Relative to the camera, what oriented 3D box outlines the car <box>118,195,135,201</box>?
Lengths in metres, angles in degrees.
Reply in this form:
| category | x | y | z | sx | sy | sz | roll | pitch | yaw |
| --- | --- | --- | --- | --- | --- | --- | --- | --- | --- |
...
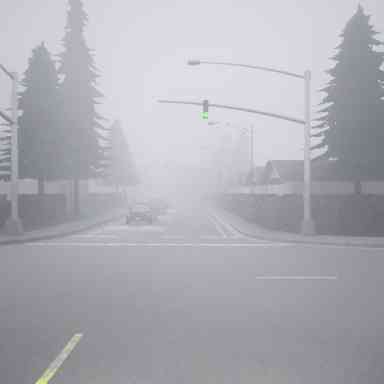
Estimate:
| category | x | y | z | sx | sy | sz | roll | pitch | yaw |
| --- | --- | --- | --- | --- | --- | --- | --- | --- | --- |
| car | -16.519 | 1.426 | 83.771 | 3.806 | 1.475 | 1.970 | 0 | 0 | -1 |

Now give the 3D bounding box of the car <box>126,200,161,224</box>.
| category | x | y | z | sx | sy | sz | roll | pitch | yaw |
| --- | --- | --- | --- | --- | --- | --- | --- | --- | --- |
| car | -3.691 | 1.545 | 24.993 | 1.812 | 1.442 | 4.674 | 0 | 0 | 1 |

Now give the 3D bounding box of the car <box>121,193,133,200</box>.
| category | x | y | z | sx | sy | sz | roll | pitch | yaw |
| --- | --- | --- | --- | --- | --- | --- | --- | --- | --- |
| car | -17.097 | 1.140 | 80.441 | 3.866 | 1.878 | 1.905 | 0 | 0 | -1 |

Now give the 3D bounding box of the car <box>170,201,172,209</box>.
| category | x | y | z | sx | sy | sz | roll | pitch | yaw |
| --- | --- | --- | --- | --- | --- | --- | --- | --- | --- |
| car | -3.730 | 1.597 | 44.461 | 1.994 | 1.385 | 4.181 | 0 | 0 | 1 |

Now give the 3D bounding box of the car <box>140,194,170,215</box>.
| category | x | y | z | sx | sy | sz | roll | pitch | yaw |
| --- | --- | --- | --- | --- | --- | --- | --- | --- | --- |
| car | -3.725 | 1.377 | 34.044 | 2.097 | 1.767 | 4.553 | 0 | 0 | 0 |
